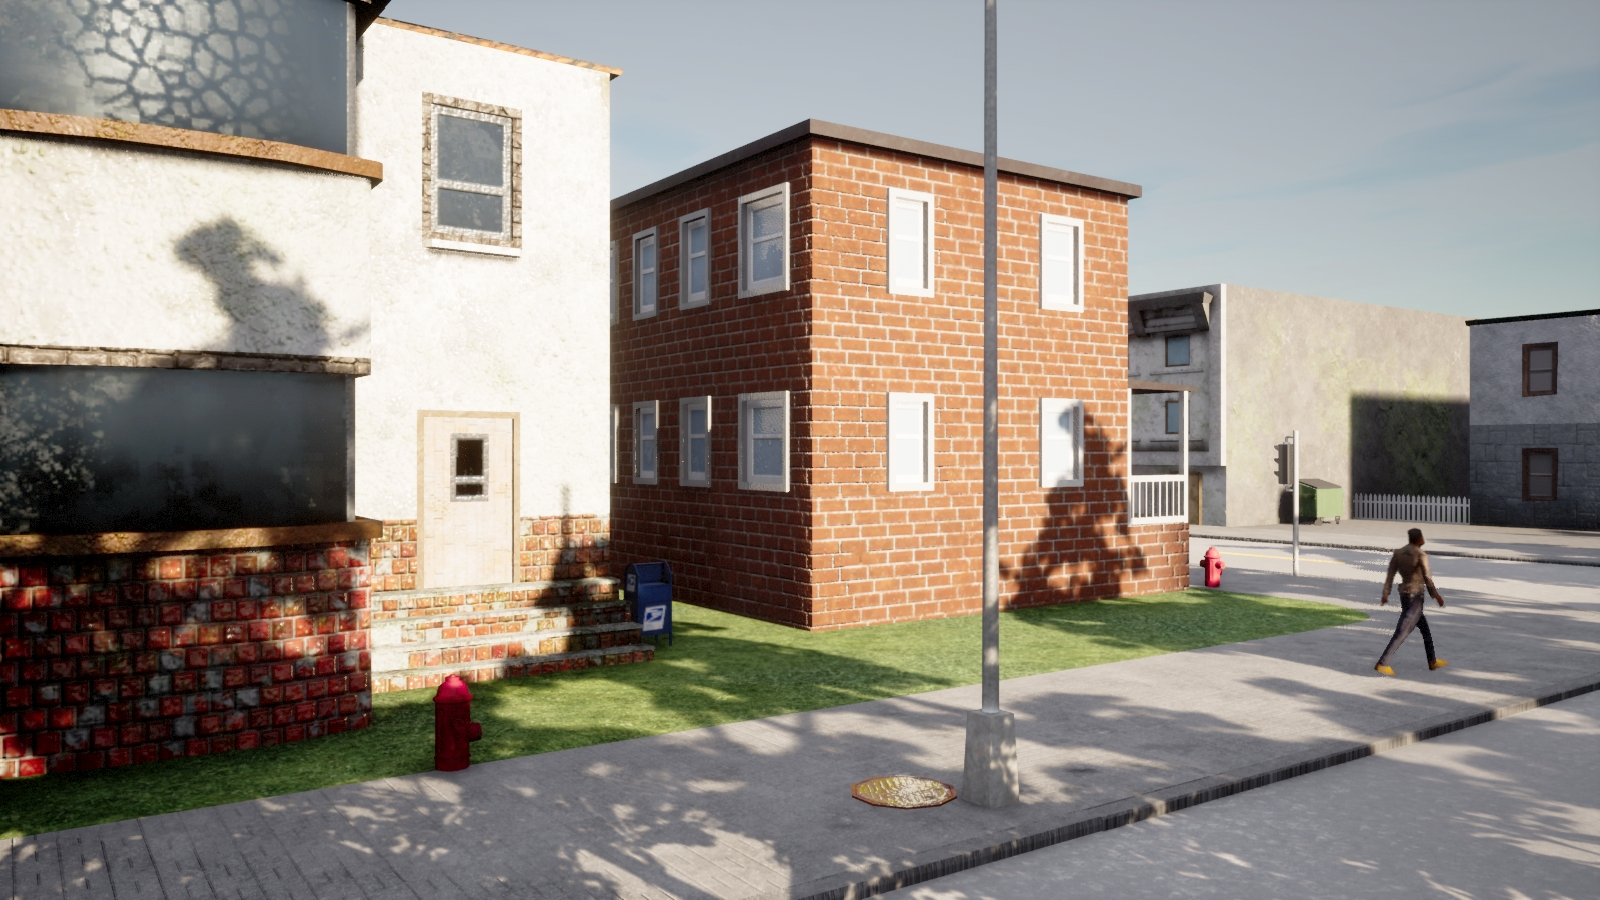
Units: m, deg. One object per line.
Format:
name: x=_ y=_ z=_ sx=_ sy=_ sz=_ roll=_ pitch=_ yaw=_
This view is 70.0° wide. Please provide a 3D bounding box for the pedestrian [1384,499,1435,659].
pedestrian: x=7.244 y=1.517 z=13.587 sx=0.375 sy=1.860 sz=0.375 roll=0 pitch=0 yaw=-15
